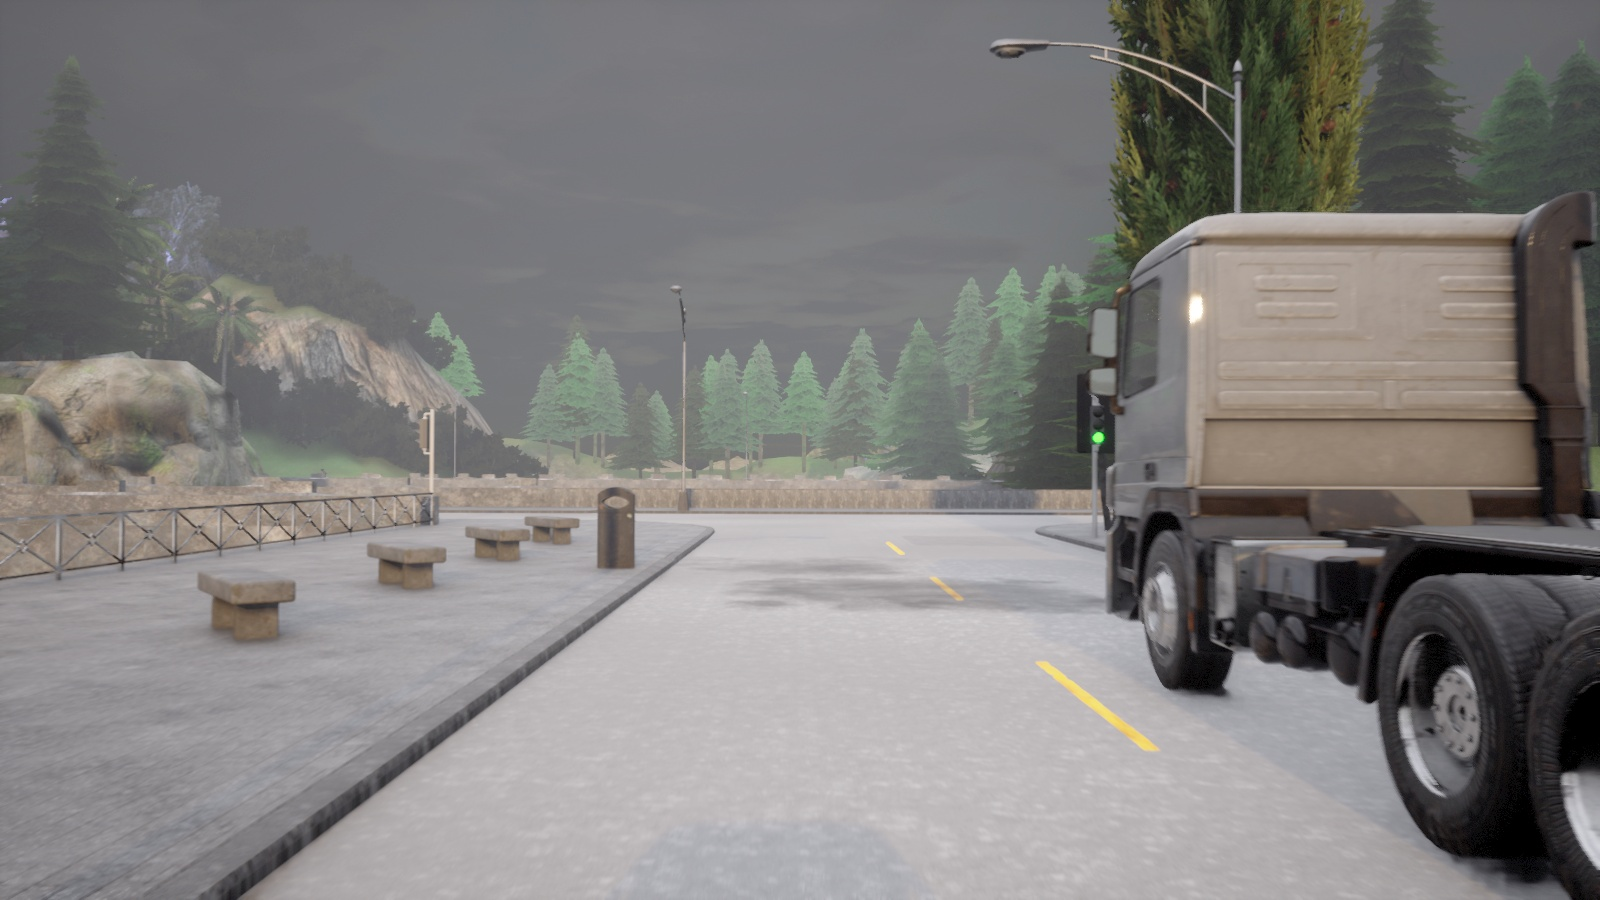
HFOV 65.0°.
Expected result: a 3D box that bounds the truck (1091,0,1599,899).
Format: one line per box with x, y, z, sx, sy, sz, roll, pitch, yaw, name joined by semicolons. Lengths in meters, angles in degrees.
3.977;-0.068;6.873;2.891;3.462;7.936;0;-1;0;truck
